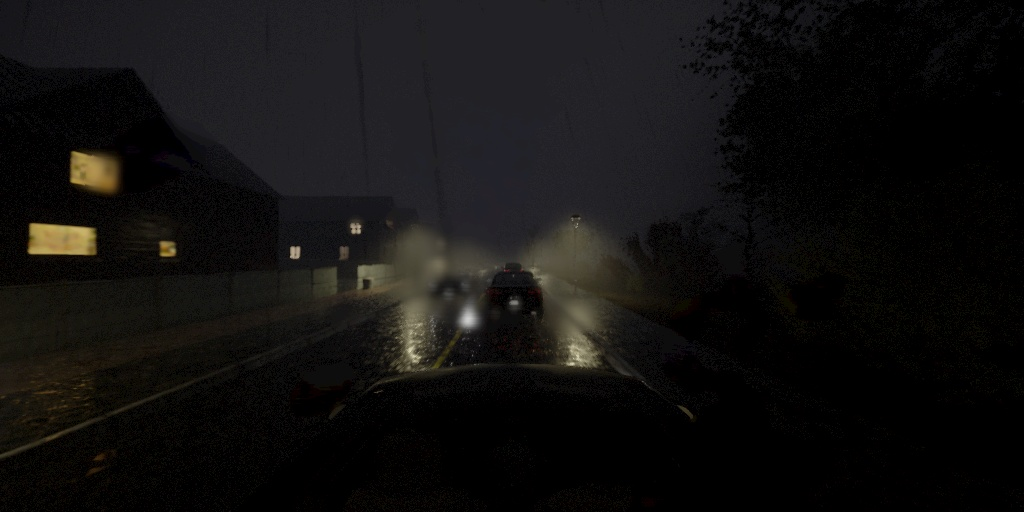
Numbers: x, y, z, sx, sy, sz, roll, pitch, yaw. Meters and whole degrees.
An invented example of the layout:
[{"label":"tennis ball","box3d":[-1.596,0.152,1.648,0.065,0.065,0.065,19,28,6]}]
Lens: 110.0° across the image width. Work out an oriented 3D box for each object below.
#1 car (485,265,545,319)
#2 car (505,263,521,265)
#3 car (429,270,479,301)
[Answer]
[{"label":"car","box3d":[0.102,1.254,12.991,1.882,1.535,5.008,0,0,0]},{"label":"car","box3d":[0.104,1.319,30.643,1.837,1.490,4.892,0,0,0]},{"label":"car","box3d":[-2.748,1.388,17.836,1.895,1.301,4.718,0,0,0]}]
